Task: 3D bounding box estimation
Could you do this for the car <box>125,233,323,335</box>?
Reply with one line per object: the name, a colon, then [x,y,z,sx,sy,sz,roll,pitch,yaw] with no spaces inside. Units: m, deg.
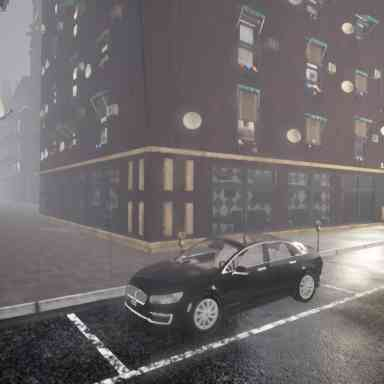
car: [0.840,1.552,6.650,4.403,1.369,2.008,0,1,-36]
